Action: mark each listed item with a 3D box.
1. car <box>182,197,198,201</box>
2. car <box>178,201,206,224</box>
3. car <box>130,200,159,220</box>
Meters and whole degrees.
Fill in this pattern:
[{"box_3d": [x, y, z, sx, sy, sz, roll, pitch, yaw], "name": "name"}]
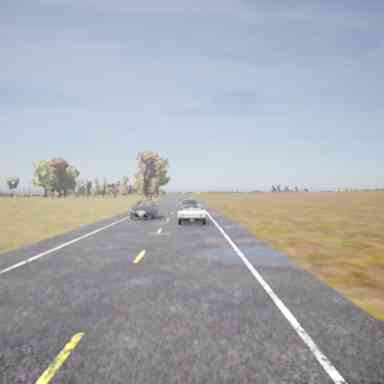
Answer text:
[{"box_3d": [-0.240, 1.363, 41.780, 2.128, 1.511, 4.902, 0, 0, -1], "name": "car"}, {"box_3d": [-0.020, 1.521, 23.732, 1.895, 1.301, 4.718, 0, 0, -1], "name": "car"}, {"box_3d": [-3.746, 1.403, 26.745, 2.128, 1.511, 4.902, 0, 0, -1], "name": "car"}]
